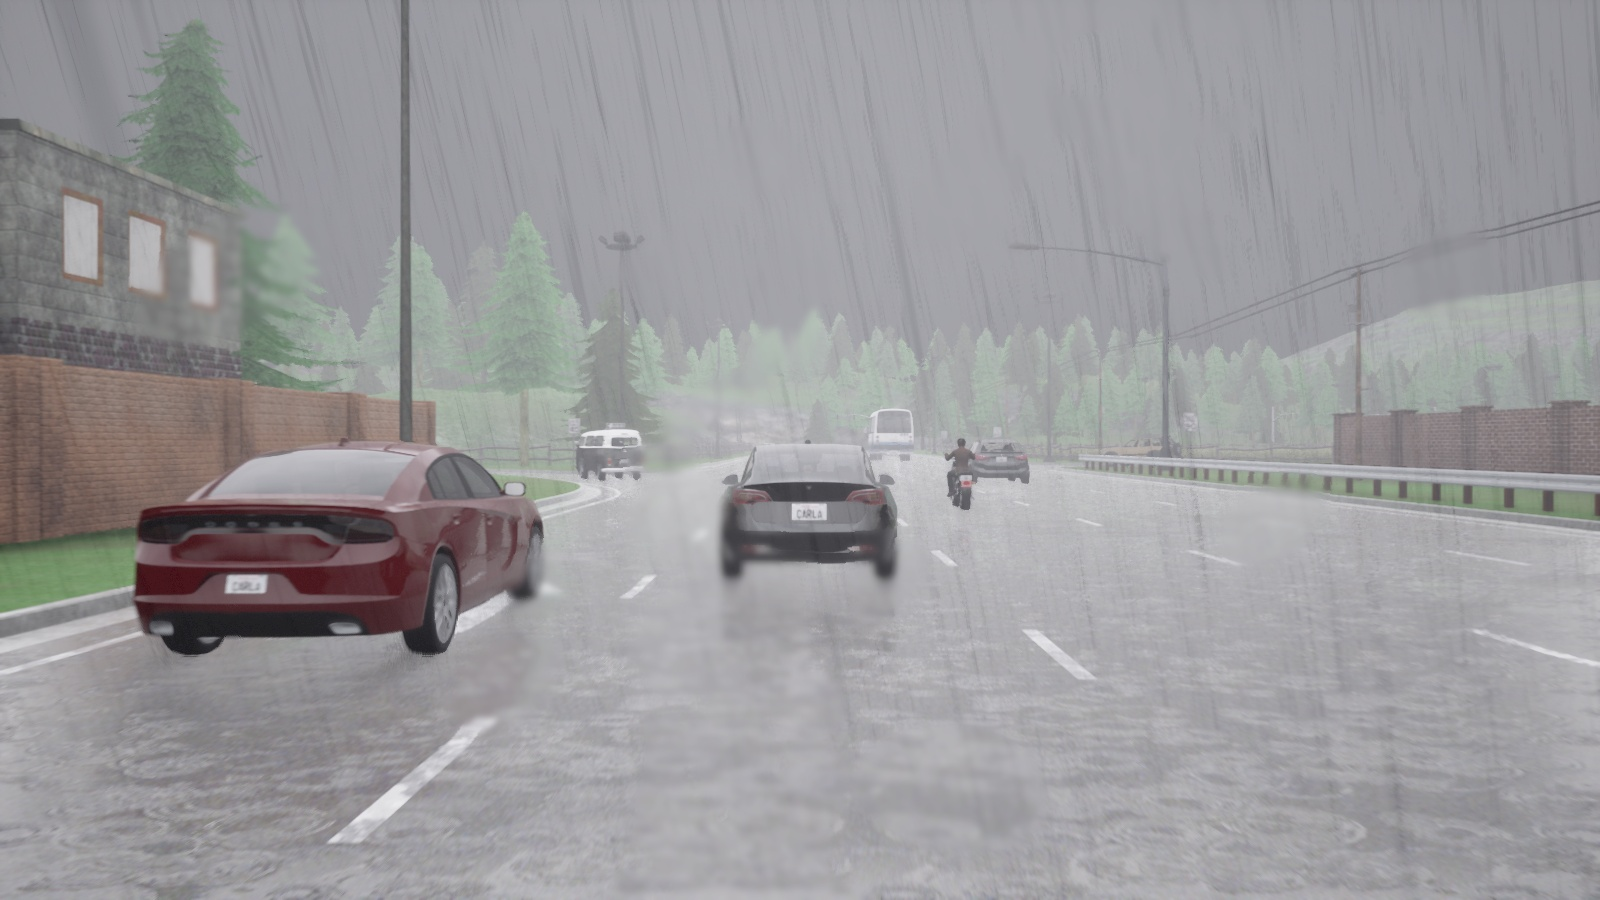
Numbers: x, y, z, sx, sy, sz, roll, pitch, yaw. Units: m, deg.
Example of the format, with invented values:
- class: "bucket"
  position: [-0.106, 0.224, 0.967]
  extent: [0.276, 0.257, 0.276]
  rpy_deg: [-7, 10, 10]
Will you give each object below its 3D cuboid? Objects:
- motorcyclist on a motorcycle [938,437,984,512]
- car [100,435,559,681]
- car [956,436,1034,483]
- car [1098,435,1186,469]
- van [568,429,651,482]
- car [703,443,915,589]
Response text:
- class: "motorcyclist on a motorcycle"
  position: [3.683, 0.537, 28.891]
  extent: [0.766, 1.649, 2.350]
  rpy_deg: [0, 0, 0]
- class: "car"
  position: [-3.424, 0.663, 10.357]
  extent: [1.882, 1.535, 5.008]
  rpy_deg: [0, 0, 0]
- class: "car"
  position: [7.291, 0.329, 47.477]
  extent: [2.242, 1.667, 4.611]
  rpy_deg: [0, 0, 0]
- class: "car"
  position: [20.155, 0.153, 74.176]
  extent: [4.605, 1.855, 1.932]
  rpy_deg: [-3, -2, 43]
- class: "van"
  position: [-7.784, 0.179, 51.039]
  extent: [2.069, 2.038, 4.480]
  rpy_deg: [0, 1, -26]
- class: "car"
  position: [0.104, 0.661, 15.198]
  extent: [2.163, 1.488, 4.792]
  rpy_deg: [0, 0, 0]
